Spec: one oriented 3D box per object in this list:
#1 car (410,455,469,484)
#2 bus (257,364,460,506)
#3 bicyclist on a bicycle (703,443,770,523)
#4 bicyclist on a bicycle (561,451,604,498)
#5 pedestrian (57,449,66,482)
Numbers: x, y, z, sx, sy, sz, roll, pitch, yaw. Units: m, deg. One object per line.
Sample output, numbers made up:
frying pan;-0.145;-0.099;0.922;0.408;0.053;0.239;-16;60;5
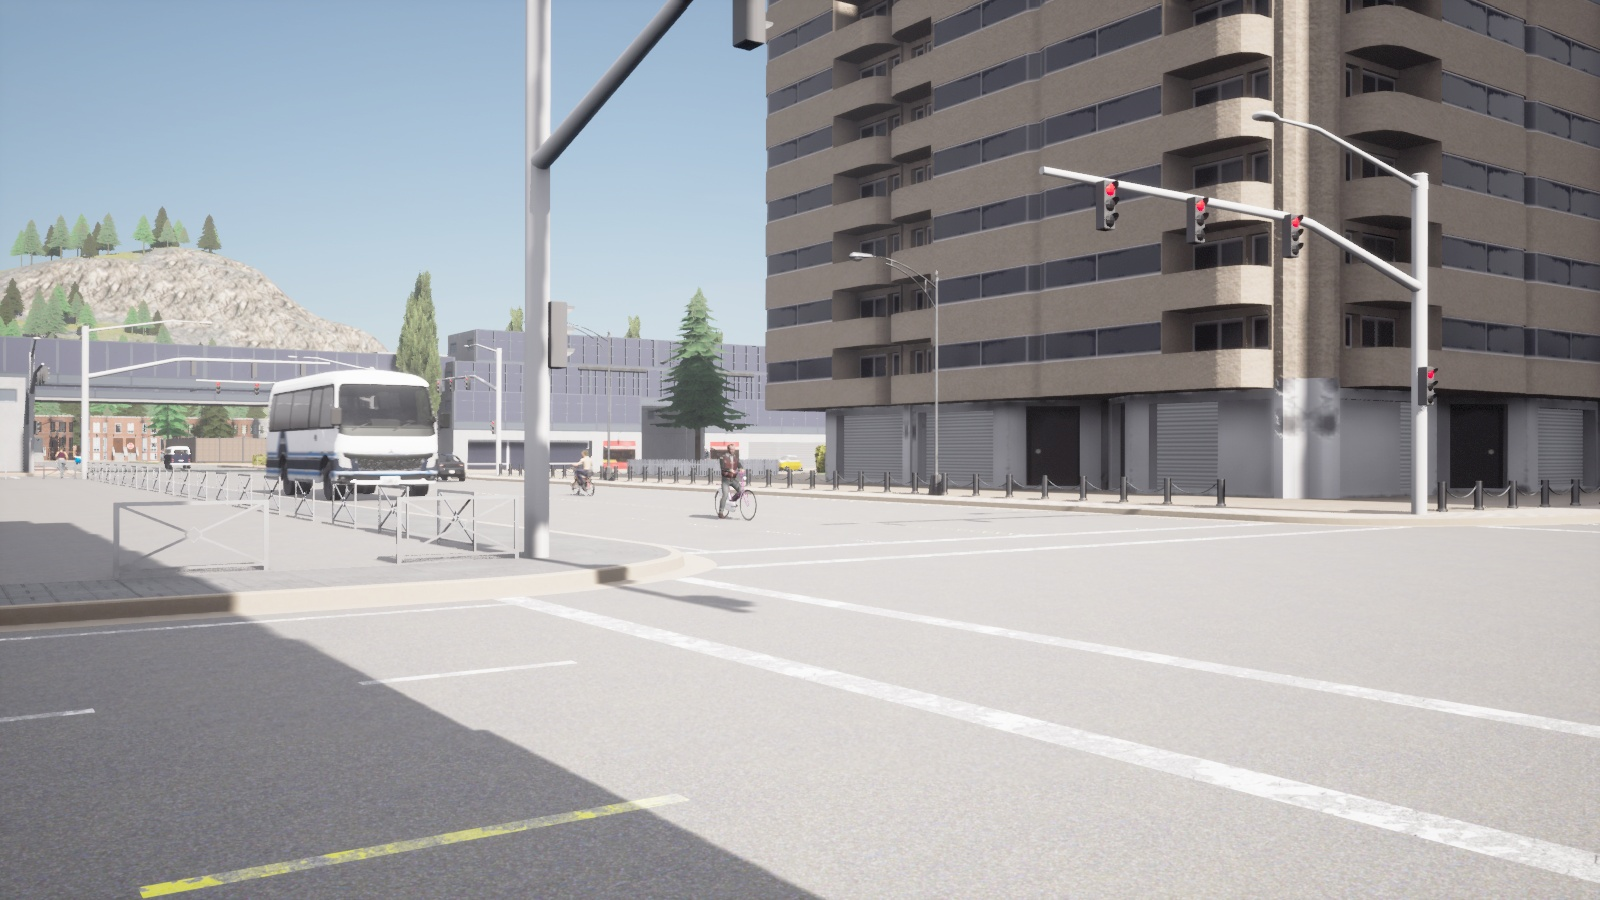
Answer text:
car;-19.327;1.019;67.184;1.816;1.474;4.193;0;0;-35
bus;-15.336;-0.439;42.921;3.944;4.253;10.273;0;0;-35
bicyclist on a bicycle;-1.488;0.745;29.055;0.659;1.776;1.843;0;0;-35
bicyclist on a bicycle;-7.733;0.862;44.645;0.866;1.612;1.509;1;-1;-40
pedestrian;-40.962;0.842;69.636;0.345;1.836;0.594;0;0;-41
